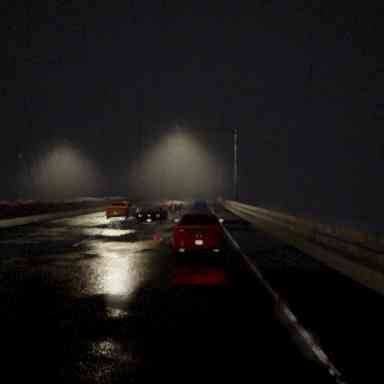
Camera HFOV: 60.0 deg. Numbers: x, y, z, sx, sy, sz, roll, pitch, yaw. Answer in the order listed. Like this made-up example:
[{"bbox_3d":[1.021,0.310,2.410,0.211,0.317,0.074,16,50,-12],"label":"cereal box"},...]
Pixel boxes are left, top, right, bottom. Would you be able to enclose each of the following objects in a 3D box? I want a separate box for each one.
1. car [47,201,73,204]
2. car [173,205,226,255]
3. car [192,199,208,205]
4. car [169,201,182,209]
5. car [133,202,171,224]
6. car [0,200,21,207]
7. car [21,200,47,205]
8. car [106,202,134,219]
[{"bbox_3d":[-16.575,1.859,43.542,1.895,1.301,4.718,0,0,2],"label":"car"},{"bbox_3d":[0.281,1.541,13.618,1.882,1.535,5.008,0,0,1],"label":"car"},{"bbox_3d":[1.049,1.709,43.825,1.882,1.535,5.008,0,0,2],"label":"car"},{"bbox_3d":[-2.367,1.840,46.435,1.895,1.301,4.718,0,0,2],"label":"car"},{"bbox_3d":[-2.981,1.720,25.790,1.895,1.301,4.718,0,0,1],"label":"car"},{"bbox_3d":[-23.571,1.692,43.780,1.895,1.301,4.718,0,0,2],"label":"car"},{"bbox_3d":[-20.072,1.787,43.690,1.994,1.385,4.181,0,0,2],"label":"car"},{"bbox_3d":[-6.363,1.615,30.334,1.882,1.535,5.008,0,0,1],"label":"car"}]
